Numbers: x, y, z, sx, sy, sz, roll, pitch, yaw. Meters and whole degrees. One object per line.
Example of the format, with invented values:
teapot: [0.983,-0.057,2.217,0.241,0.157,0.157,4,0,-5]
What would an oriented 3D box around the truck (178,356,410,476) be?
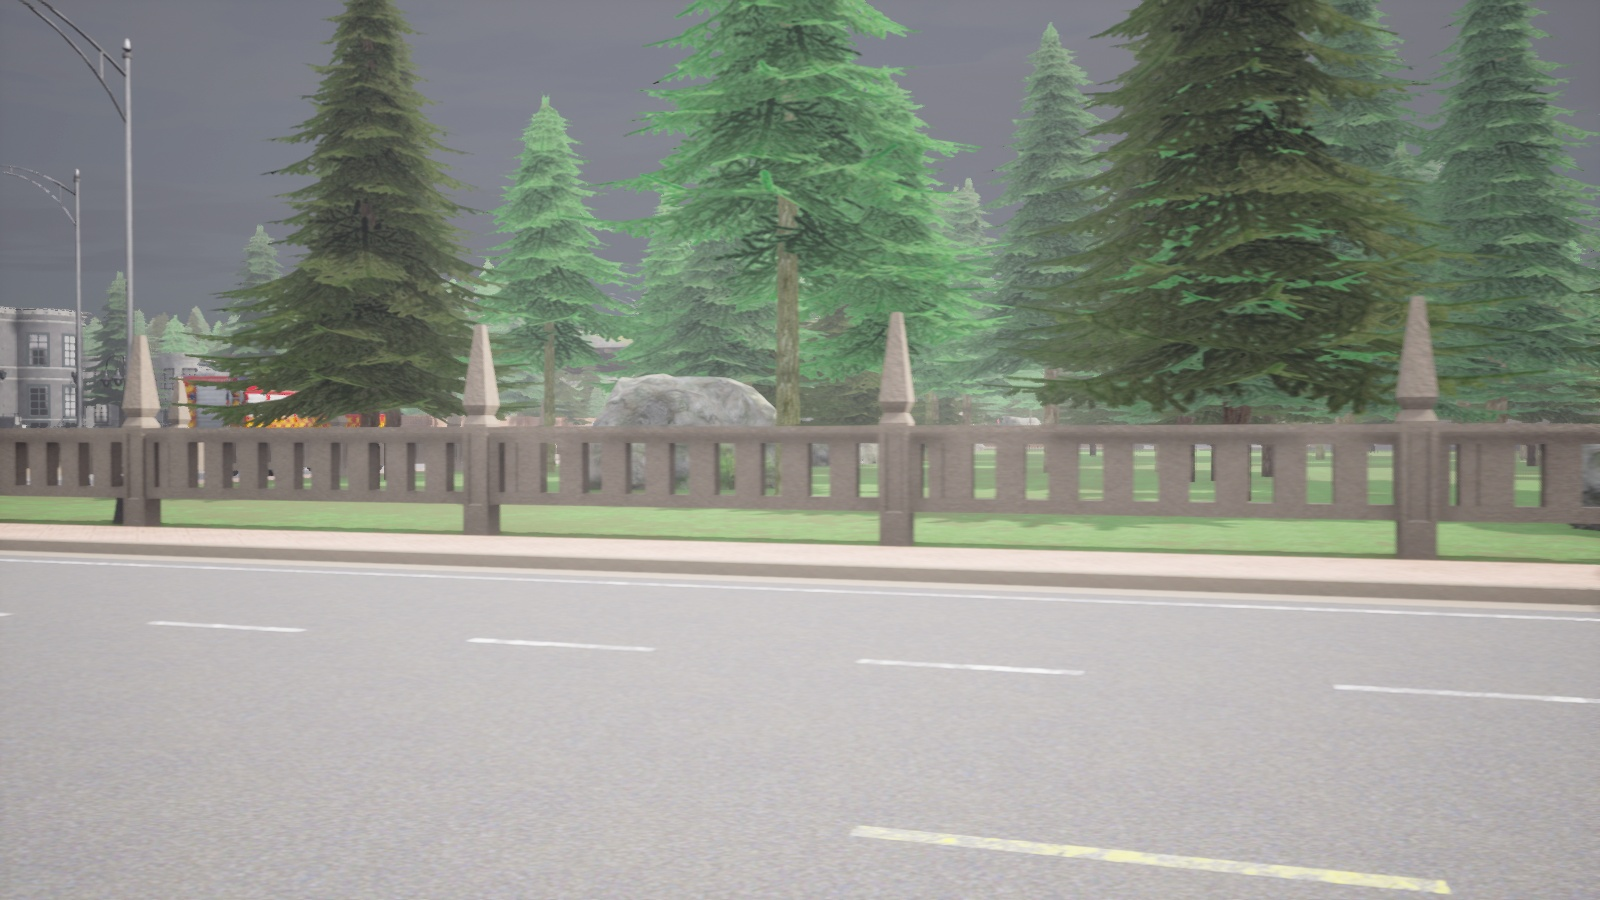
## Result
truck: [-17.567,-1.156,44.409,2.891,3.827,8.468,1,1,17]
